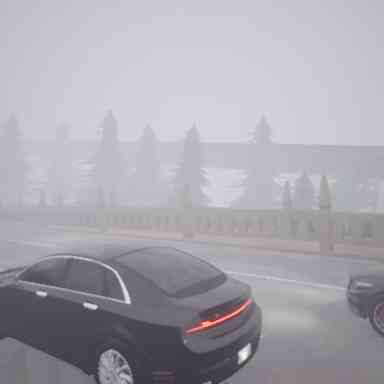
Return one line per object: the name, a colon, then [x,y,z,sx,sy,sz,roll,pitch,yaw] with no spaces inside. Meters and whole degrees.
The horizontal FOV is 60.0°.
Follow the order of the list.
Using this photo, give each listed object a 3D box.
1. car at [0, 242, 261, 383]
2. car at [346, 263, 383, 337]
car: [-1.410,1.529,4.999,4.892,1.490,1.837,-1,-1,36]
car: [4.816,1.540,4.855,4.674,1.442,1.812,0,0,36]
